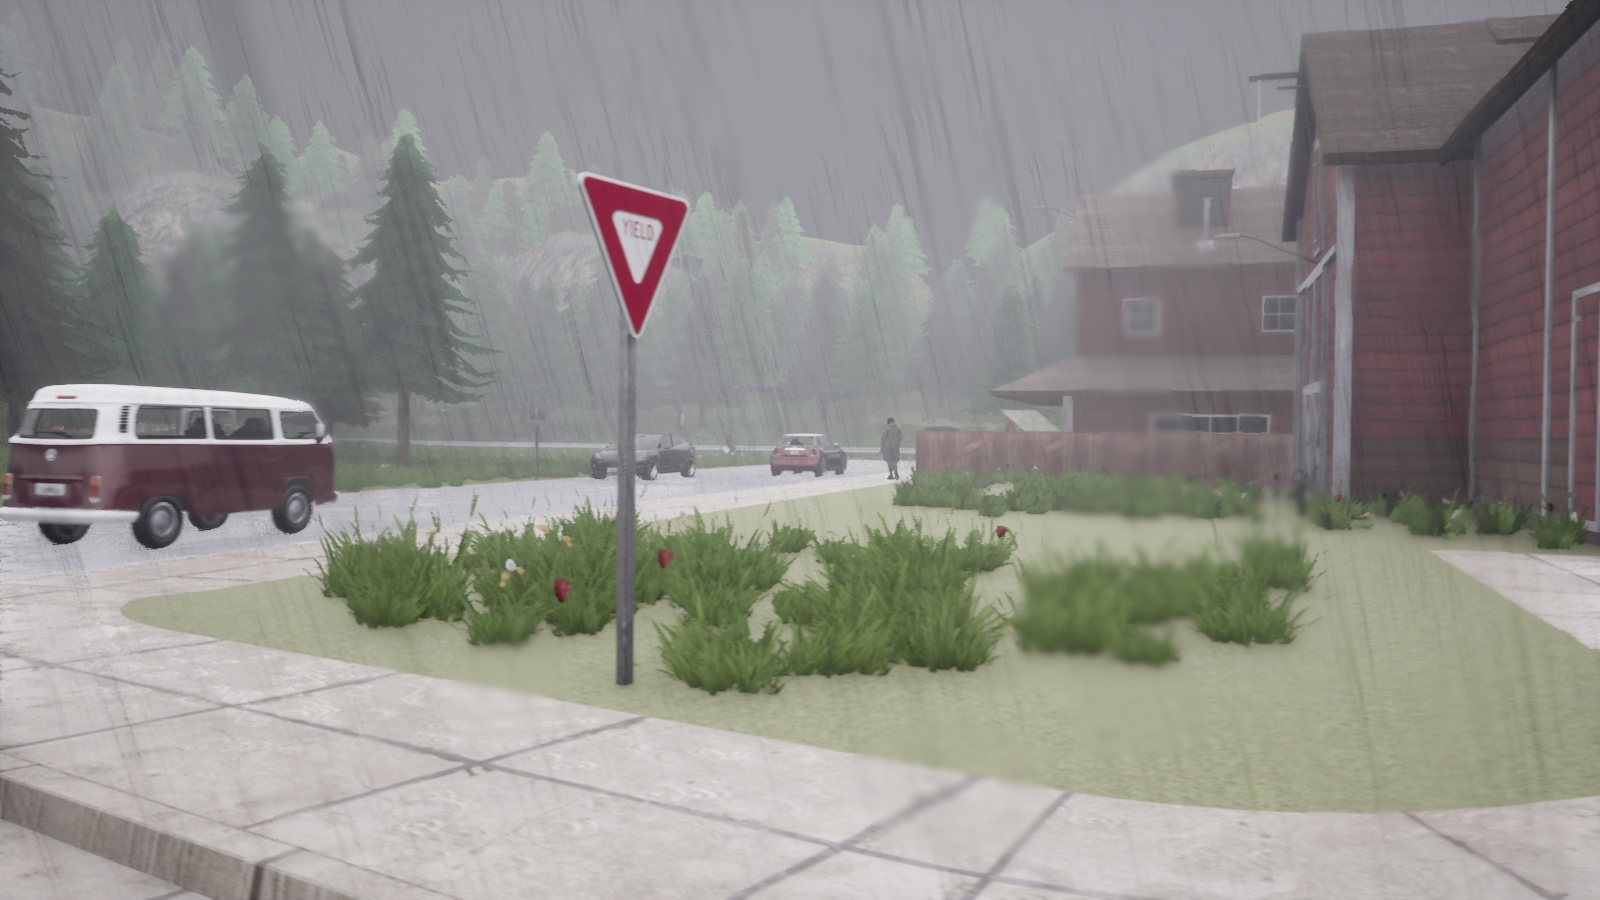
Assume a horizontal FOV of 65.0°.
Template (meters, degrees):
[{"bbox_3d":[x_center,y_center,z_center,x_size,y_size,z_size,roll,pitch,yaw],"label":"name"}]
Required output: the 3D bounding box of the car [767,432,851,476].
[{"bbox_3d":[0.376,0.109,44.642,1.970,1.475,3.806,0,1,17],"label":"car"}]

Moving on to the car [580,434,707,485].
[{"bbox_3d":[-4.851,0.252,39.666,2.163,1.488,4.792,0,1,17],"label":"car"}]

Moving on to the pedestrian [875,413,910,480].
[{"bbox_3d":[2.741,-0.108,37.334,0.659,1.952,0.873,-1,1,-28],"label":"pedestrian"}]

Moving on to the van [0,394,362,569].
[{"bbox_3d":[-8.266,0.334,17.067,2.069,2.038,4.480,0,1,17],"label":"van"}]
